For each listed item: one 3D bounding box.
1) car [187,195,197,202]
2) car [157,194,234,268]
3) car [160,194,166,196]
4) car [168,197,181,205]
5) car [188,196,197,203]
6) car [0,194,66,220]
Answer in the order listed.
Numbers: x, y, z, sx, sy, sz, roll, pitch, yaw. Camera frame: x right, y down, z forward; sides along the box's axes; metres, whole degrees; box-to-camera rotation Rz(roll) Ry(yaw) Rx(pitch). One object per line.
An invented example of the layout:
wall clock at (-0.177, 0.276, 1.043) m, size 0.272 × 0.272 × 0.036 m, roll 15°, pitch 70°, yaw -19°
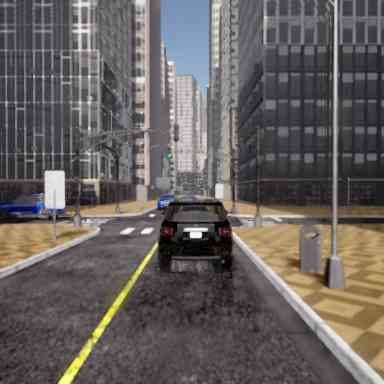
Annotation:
car at (0.010, 1.539, 79.519) m, size 2.128 × 1.511 × 4.902 m, roll 0°, pitch 0°, yaw 0°
car at (0.104, 1.216, 11.354) m, size 2.150 × 2.045 × 5.566 m, roll 0°, pitch 0°, yaw 0°
car at (-3.088, 1.218, 41.564) m, size 2.150 × 2.045 × 5.566 m, roll 0°, pitch 0°, yaw 0°
car at (-3.032, 1.555, 58.980) m, size 2.033 × 1.411 × 5.357 m, roll 0°, pitch 0°, yaw 1°
car at (0.008, 1.541, 69.501) m, size 1.812 × 1.442 × 4.674 m, roll 0°, pitch 0°, yaw 0°
car at (-13.339, 1.212, 27.319) m, size 5.566 × 2.045 × 2.150 m, roll 0°, pitch 1°, yaw -2°
